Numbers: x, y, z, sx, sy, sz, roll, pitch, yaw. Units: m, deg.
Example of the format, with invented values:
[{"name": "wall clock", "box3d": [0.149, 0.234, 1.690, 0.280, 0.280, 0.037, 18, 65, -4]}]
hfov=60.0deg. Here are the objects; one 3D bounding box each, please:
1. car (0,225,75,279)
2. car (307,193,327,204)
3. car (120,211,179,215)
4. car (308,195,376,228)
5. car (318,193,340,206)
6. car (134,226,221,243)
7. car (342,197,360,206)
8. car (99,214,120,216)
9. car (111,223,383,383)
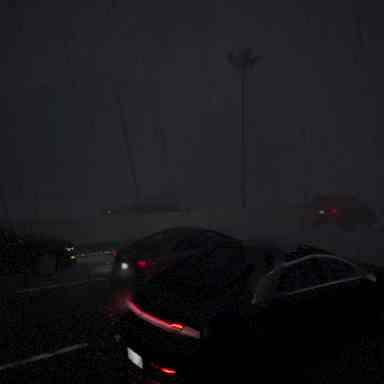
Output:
[{"name": "car", "box3d": [-5.544, 1.520, 8.506, 4.892, 1.490, 1.837, 0, 0, -36]}, {"name": "car", "box3d": [23.895, 1.207, 63.431, 2.150, 2.045, 5.566, 0, 0, 35]}, {"name": "car", "box3d": [-2.521, 1.616, 24.359, 4.718, 1.301, 1.895, 0, 0, -40]}, {"name": "car", "box3d": [9.260, 1.214, 20.416, 5.566, 2.045, 2.150, 0, 0, -42]}, {"name": "car", "box3d": [23.405, 1.203, 56.830, 2.150, 2.045, 5.566, 0, 0, 37]}, {"name": "car", "box3d": [0.136, 1.568, 8.373, 4.181, 1.385, 1.994, 0, 0, -37]}, {"name": "car", "box3d": [26.217, 1.501, 54.770, 1.812, 1.442, 4.674, 0, 0, 37]}, {"name": "car", "box3d": [-5.009, 1.622, 26.845, 4.718, 1.301, 1.895, 0, 0, -40]}, {"name": "car", "box3d": [1.342, 1.492, 4.898, 4.902, 1.511, 2.128, 0, 0, -37]}]
